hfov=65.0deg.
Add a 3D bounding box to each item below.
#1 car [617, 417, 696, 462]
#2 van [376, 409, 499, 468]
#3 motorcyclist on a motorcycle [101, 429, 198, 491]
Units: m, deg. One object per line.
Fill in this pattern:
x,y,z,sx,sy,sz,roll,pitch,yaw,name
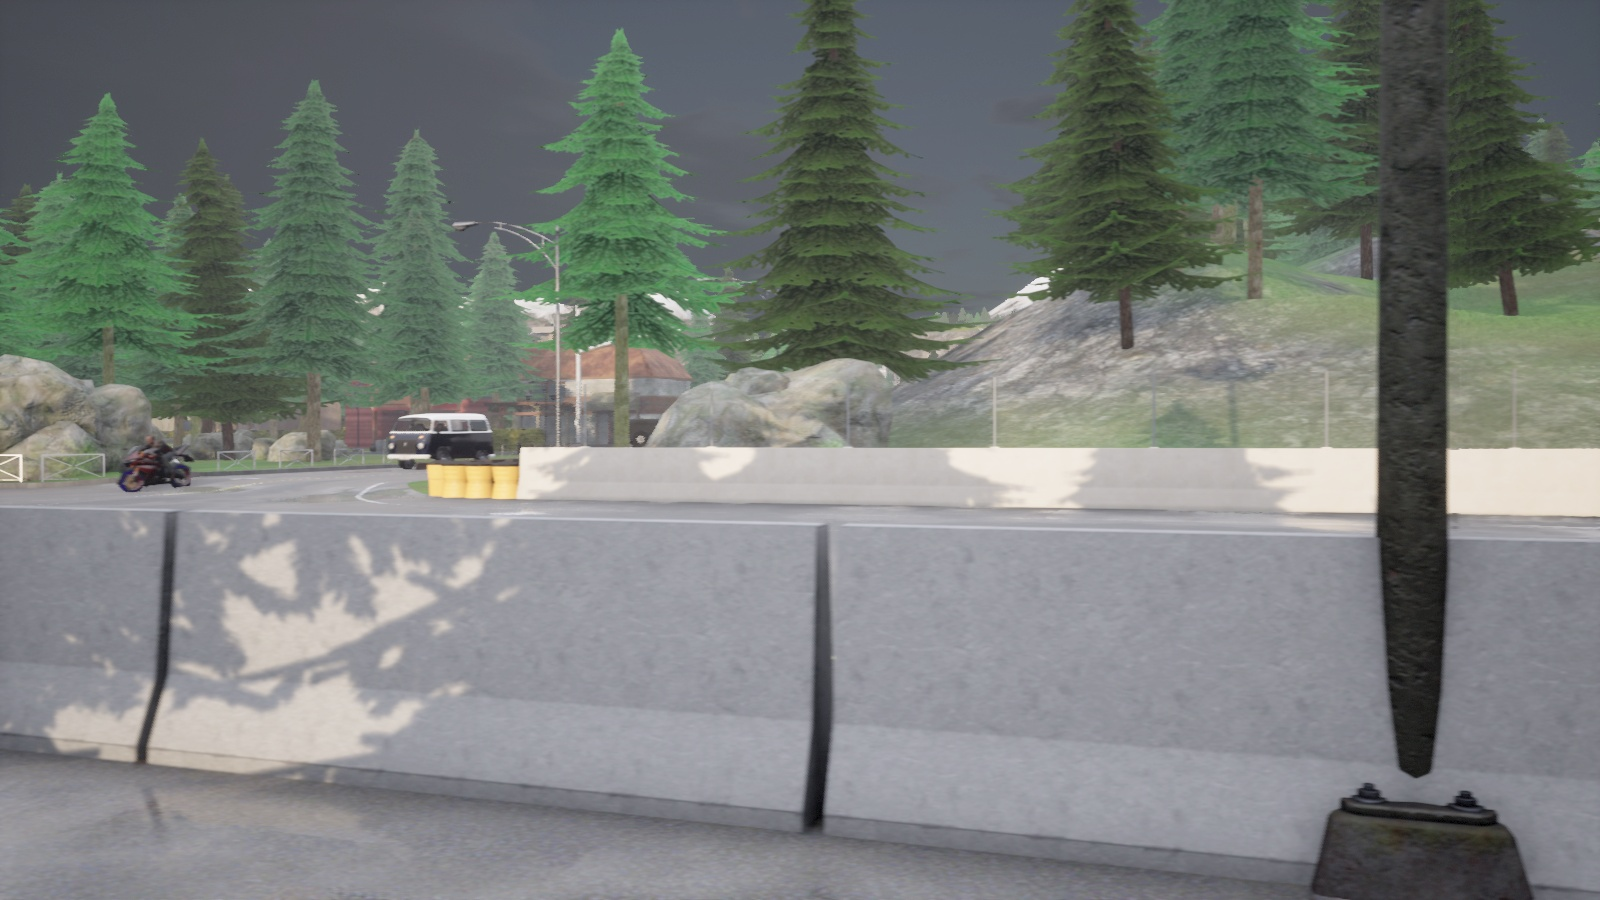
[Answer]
-6.212,-0.475,54.788,1.905,1.878,3.866,1,1,19,car
-13.087,-0.427,45.655,2.069,2.038,4.480,1,1,19,van
-17.371,0.236,33.618,0.866,1.530,2.191,0,3,23,motorcyclist on a motorcycle
